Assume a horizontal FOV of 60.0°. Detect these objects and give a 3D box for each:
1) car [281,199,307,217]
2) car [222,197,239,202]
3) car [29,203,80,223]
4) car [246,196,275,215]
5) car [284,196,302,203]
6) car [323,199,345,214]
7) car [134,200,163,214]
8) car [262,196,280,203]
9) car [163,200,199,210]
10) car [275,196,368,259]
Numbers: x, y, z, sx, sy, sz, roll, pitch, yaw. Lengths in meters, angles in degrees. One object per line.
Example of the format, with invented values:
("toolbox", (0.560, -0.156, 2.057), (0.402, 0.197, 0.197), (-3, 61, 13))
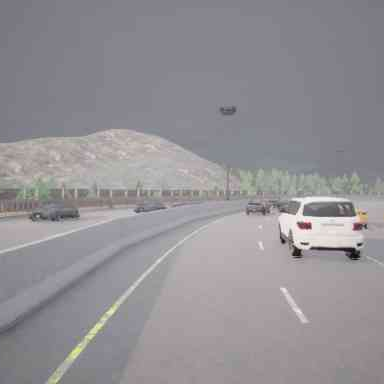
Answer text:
("car", (9.907, 1.489, 32.117), (2.128, 1.511, 4.902), (0, 0, 21))
("car", (7.359, 1.561, 63.667), (1.994, 1.385, 4.181), (0, 0, 37))
("car", (-10.607, 1.564, 25.859), (1.994, 1.385, 4.181), (0, 0, 14))
("car", (6.712, 1.491, 33.526), (2.128, 1.511, 4.902), (0, 0, 21))
("car", (20.967, 1.519, 69.049), (1.895, 1.301, 4.718), (0, 0, 42))
("car", (15.945, 1.545, 37.243), (2.033, 1.411, 5.357), (0, 0, 26))
("car", (-4.330, 1.563, 34.444), (1.994, 1.385, 4.181), (0, 0, 20))
("car", (16.510, 1.533, 69.407), (1.994, 1.385, 4.181), (0, 0, 42))
("car", (-0.659, 1.547, 34.579), (2.033, 1.411, 5.357), (0, 0, 20))
("car", (4.690, 1.220, 12.806), (2.150, 2.045, 5.566), (0, 0, 8))
